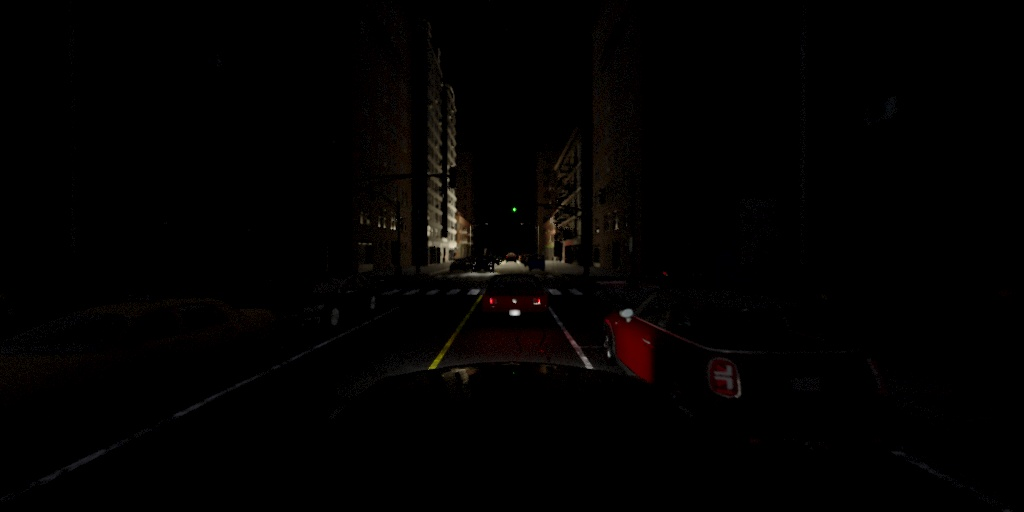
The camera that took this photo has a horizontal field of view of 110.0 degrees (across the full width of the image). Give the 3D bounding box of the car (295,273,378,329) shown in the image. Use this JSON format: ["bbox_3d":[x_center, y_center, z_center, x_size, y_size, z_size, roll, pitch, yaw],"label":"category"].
[{"bbox_3d":[-5.406,1.204,10.653,2.007,1.370,4.403,0,0,0],"label":"car"}]

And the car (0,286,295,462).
[{"bbox_3d":[-5.394,1.239,4.965,1.751,1.417,4.829,0,0,0],"label":"car"}]

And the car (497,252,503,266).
[{"bbox_3d":[-2.927,0.417,52.870,2.150,2.045,5.566,0,0,0],"label":"car"}]

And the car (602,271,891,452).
[{"bbox_3d":[2.631,1.152,5.160,1.967,1.591,4.097,0,0,0],"label":"car"}]

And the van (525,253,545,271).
[{"bbox_3d":[2.562,0.700,37.758,1.690,1.789,3.998,0,0,0],"label":"van"}]

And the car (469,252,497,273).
[{"bbox_3d":[-2.881,0.725,36.571,2.097,1.767,4.553,0,0,-1],"label":"car"}]

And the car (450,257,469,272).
[{"bbox_3d":[-5.463,0.910,37.733,2.007,1.370,4.403,0,0,0],"label":"car"}]

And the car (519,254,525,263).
[{"bbox_3d":[2.514,0.691,60.483,1.802,1.307,4.207,0,0,0],"label":"car"}]

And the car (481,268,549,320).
[{"bbox_3d":[0.079,1.239,12.025,1.895,1.301,4.718,0,1,0],"label":"car"}]

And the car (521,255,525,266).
[{"bbox_3d":[2.538,0.817,49.120,1.802,1.307,4.207,0,0,0],"label":"car"}]
